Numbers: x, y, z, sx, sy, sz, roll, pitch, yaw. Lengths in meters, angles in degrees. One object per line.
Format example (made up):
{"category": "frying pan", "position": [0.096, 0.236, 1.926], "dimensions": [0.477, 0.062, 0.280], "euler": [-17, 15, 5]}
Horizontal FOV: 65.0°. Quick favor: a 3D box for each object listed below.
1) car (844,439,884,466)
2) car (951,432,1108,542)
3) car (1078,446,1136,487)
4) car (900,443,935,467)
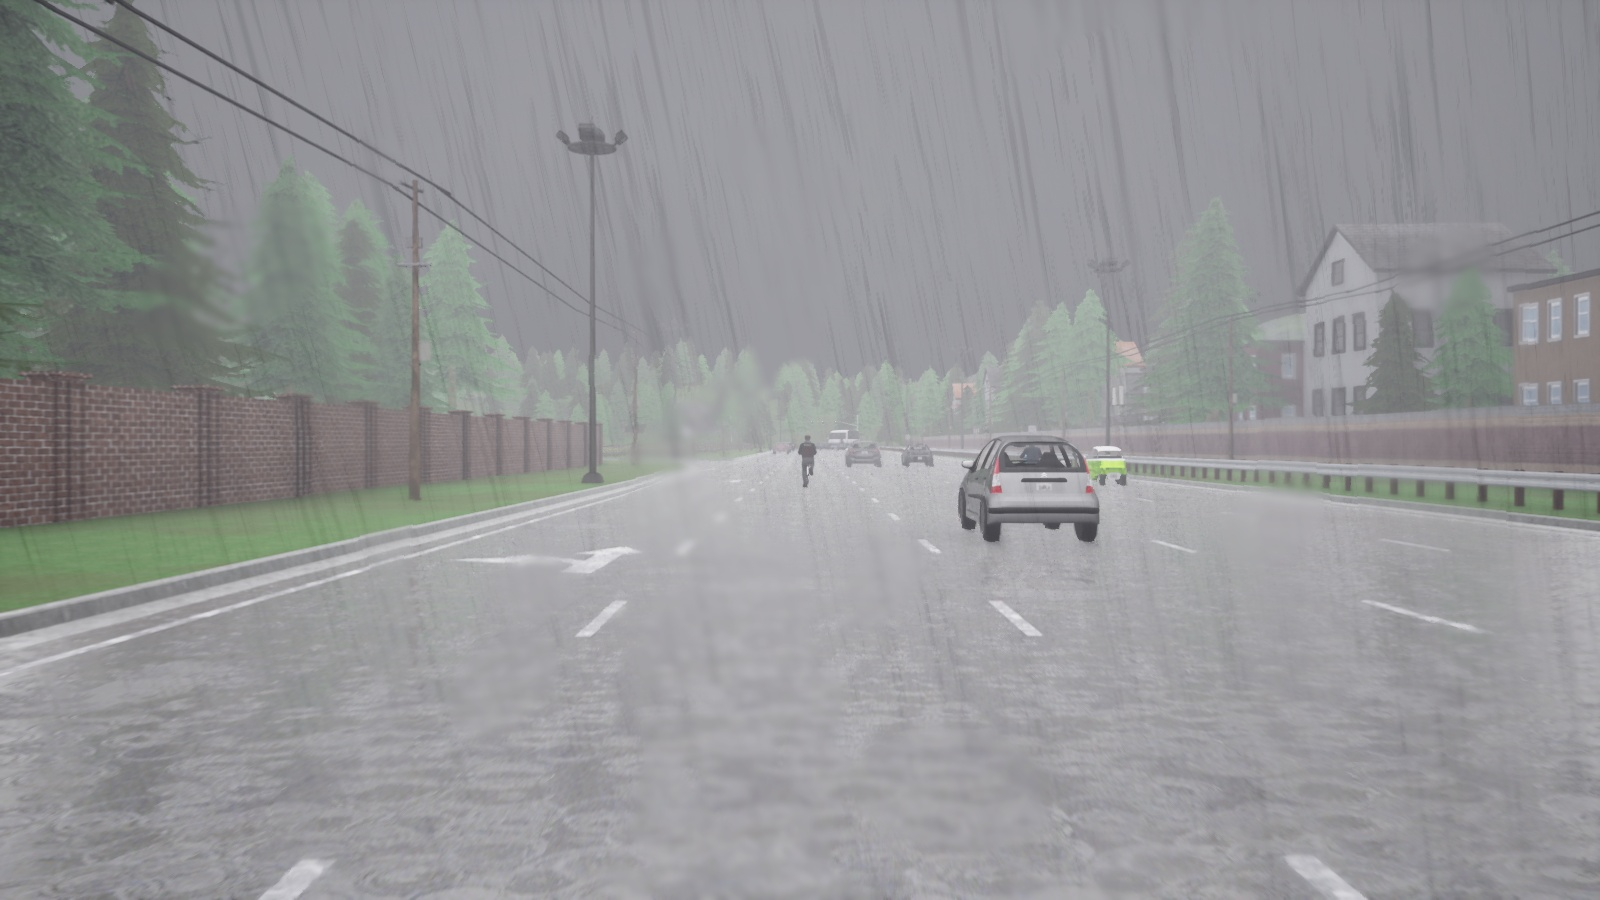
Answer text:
{"category": "car", "position": [3.964, 0.150, 78.525], "dimensions": [2.242, 1.667, 4.611], "euler": [0, 0, 0]}
{"category": "car", "position": [3.633, 0.532, 20.535], "dimensions": [1.851, 1.617, 3.988], "euler": [0, 0, 0]}
{"category": "car", "position": [10.768, 0.561, 44.144], "dimensions": [1.481, 1.376, 2.207], "euler": [0, 1, 0]}
{"category": "car", "position": [7.473, 0.314, 80.137], "dimensions": [1.816, 1.474, 4.193], "euler": [0, 0, 0]}
